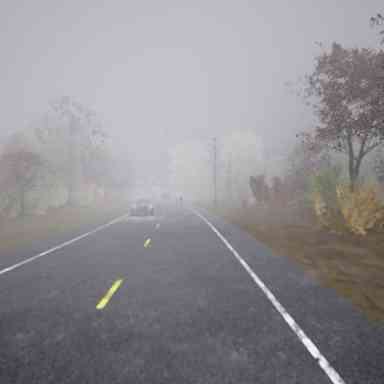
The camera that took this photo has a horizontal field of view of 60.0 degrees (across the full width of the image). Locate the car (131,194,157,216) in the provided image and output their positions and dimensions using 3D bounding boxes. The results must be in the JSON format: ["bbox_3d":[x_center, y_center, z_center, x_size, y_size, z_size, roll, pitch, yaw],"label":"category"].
[{"bbox_3d":[-4.680,1.328,32.329,2.097,1.767,4.553,0,0,-4],"label":"car"}]

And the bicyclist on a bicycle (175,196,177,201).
[{"bbox_3d":[-2.783,1.330,61.939,0.866,1.612,1.509,0,0,-7],"label":"bicyclist on a bicycle"}]

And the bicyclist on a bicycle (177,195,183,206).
[{"bbox_3d":[-1.675,1.379,51.891,0.582,1.620,1.656,0,0,-6],"label":"bicyclist on a bicycle"}]

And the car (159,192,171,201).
[{"bbox_3d":[-6.206,1.021,80.089,2.150,2.045,5.566,0,0,-9],"label":"car"}]
